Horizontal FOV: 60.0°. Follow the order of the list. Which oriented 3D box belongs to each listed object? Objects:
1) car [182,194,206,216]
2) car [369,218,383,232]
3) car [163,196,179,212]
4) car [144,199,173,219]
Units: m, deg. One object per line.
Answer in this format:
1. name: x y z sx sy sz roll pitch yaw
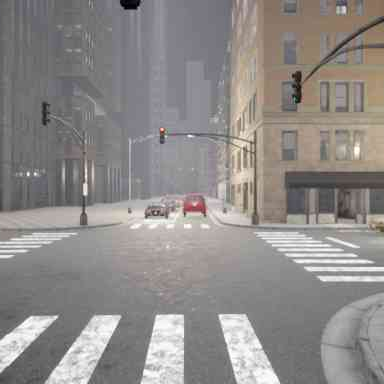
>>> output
1. car: 0.230 1.232 32.403 2.150 2.045 5.566 0 0 0
2. car: 12.164 1.519 17.889 4.829 1.417 1.752 0 0 -1
3. car: -2.981 1.505 39.421 2.128 1.511 4.902 0 0 0
4. car: -3.014 1.573 29.566 1.994 1.385 4.181 0 0 0
